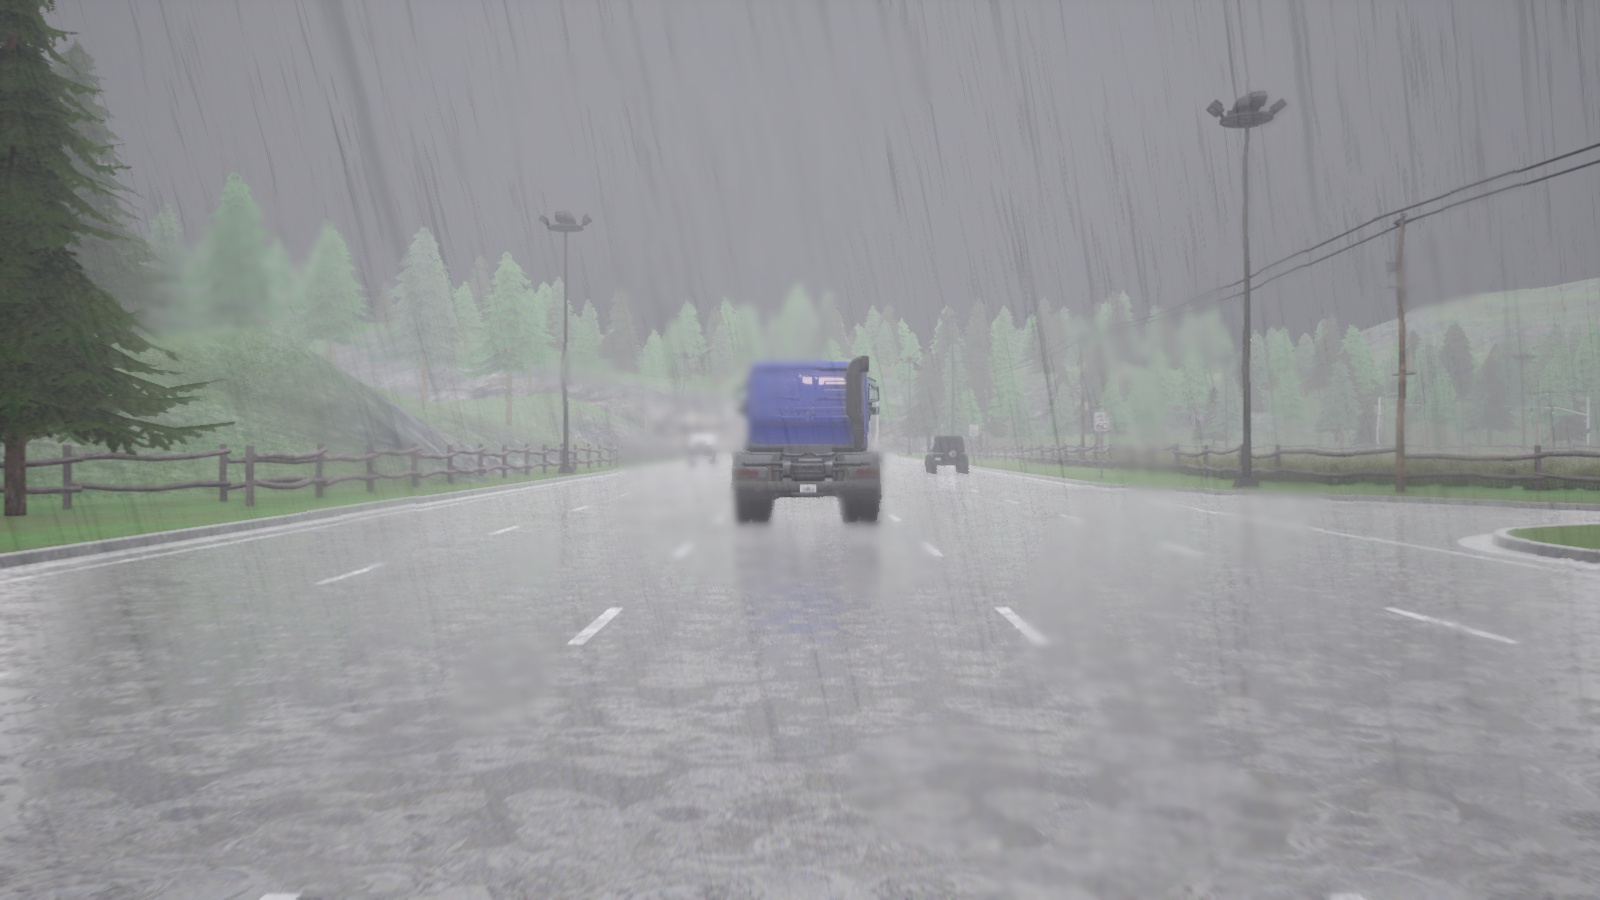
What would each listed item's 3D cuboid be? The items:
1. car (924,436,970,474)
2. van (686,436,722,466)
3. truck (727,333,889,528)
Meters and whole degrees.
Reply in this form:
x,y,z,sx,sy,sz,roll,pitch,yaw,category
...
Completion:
x,y,z,sx,sy,sz,roll,pitch,yaw,category
7.373,0.246,63.320,1.905,1.878,3.866,0,0,0,car
-6.503,0.056,85.552,2.069,2.038,4.480,0,0,0,van
0.165,-0.361,26.297,2.891,3.462,7.936,0,0,0,truck
